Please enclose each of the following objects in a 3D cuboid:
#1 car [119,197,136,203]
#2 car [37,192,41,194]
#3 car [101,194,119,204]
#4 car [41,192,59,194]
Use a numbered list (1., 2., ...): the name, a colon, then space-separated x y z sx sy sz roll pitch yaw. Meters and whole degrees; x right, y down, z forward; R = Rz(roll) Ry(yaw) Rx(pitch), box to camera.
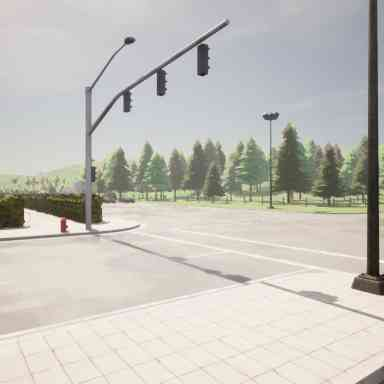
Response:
1. car: -13.108 1.601 66.513 1.895 1.301 4.718 0 0 -35
2. car: -29.773 1.058 65.859 2.150 2.045 5.566 0 0 -34
3. car: -16.747 1.601 65.616 1.895 1.301 4.718 0 0 -34
4. car: -24.108 1.221 57.614 2.150 2.045 5.566 0 0 -34
